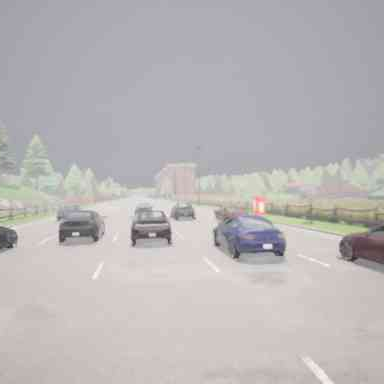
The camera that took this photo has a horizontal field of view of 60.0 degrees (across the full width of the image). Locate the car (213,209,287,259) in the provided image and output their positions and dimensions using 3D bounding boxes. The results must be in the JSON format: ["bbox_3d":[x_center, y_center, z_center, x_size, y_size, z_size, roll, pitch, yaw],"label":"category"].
[{"bbox_3d":[2.086,1.611,12.967,1.812,1.442,4.674,-1,-1,-9],"label":"car"}]

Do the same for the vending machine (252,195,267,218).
[{"bbox_3d":[6.551,1.388,32.323,1.100,2.100,0.880,-1,-1,-9],"label":"vending machine"}]

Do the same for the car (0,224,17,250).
[{"bbox_3d":[-8.621,1.795,13.253,1.994,1.385,4.181,-1,-1,-8],"label":"car"}]

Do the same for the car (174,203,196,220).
[{"bbox_3d":[-0.881,1.777,31.528,2.128,1.511,4.902,-1,-1,-9],"label":"car"}]

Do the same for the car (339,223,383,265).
[{"bbox_3d":[6.149,1.526,9.449,1.812,1.442,4.674,-1,-1,-8],"label":"car"}]

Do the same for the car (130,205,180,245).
[{"bbox_3d":[-2.080,1.665,16.737,2.128,1.511,4.902,-1,-1,-9],"label":"car"}]

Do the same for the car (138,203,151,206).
[{"bbox_3d":[-4.938,1.893,34.697,1.812,1.442,4.674,-1,-1,-9],"label":"car"}]

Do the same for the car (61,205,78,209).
[{"bbox_3d":[-11.599,1.981,32.047,2.033,1.411,5.357,-1,-1,-9],"label":"car"}]

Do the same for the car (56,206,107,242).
[{"bbox_3d":[-5.799,1.738,17.918,1.837,1.490,4.892,-1,-1,-9],"label":"car"}]

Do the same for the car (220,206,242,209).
[{"bbox_3d":[3.214,1.802,28.131,1.895,1.301,4.718,-1,-1,-9],"label":"car"}]
